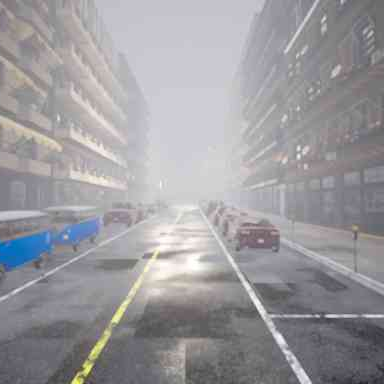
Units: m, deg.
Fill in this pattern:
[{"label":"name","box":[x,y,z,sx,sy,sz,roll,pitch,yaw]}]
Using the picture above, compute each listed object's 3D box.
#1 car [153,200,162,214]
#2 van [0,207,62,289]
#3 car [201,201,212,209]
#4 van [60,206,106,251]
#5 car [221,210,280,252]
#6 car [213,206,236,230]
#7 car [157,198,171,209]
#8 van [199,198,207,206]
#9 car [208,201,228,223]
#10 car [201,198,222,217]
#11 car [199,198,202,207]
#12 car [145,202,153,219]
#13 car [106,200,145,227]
[{"label":"car","box":[-5.351,2.075,42.271,1.947,1.339,4.313,1,-1,0]},{"label":"van","box":[-5.302,1.444,9.091,1.690,1.788,3.998,1,-1,0]},{"label":"car","box":[2.474,2.314,58.814,1.802,1.307,4.206,1,-1,0]},{"label":"van","box":[-5.310,1.508,14.622,1.690,1.788,3.998,1,-1,0]},{"label":"car","box":[2.566,1.710,14.568,1.887,1.381,4.507,1,-1,0]},{"label":"car","box":[2.559,1.775,20.098,1.887,1.381,4.507,1,-1,0]},{"label":"car","box":[-5.366,2.049,58.862,2.192,1.841,5.009,1,-1,0]},{"label":"van","box":[2.457,2.316,75.410,1.690,1.788,3.998,1,-1,0]},{"label":"car","box":[2.562,1.738,25.631,1.967,1.590,4.097,1,-1,0]},{"label":"car","box":[2.508,1.750,36.693,2.192,1.841,5.009,1,-1,0]},{"label":"car","box":[2.491,2.020,47.754,1.967,1.590,4.097,1,-1,0]},{"label":"car","box":[-5.330,1.683,31.212,2.192,1.841,5.009,1,-1,0]},{"label":"car","box":[-5.323,1.615,25.683,2.192,1.841,5.009,1,-1,0]}]
